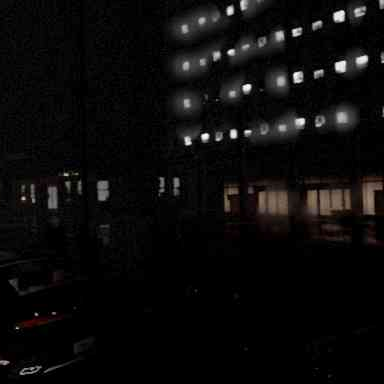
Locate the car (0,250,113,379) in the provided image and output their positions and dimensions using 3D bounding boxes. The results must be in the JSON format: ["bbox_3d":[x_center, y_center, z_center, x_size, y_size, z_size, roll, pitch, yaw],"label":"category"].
[{"bbox_3d":[-3.024,1.600,5.247,4.403,1.369,2.008,-1,-1,37],"label":"car"}]

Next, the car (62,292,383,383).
[{"bbox_3d":[1.432,1.530,1.909,4.403,1.369,2.008,-1,-1,37],"label":"car"}]
